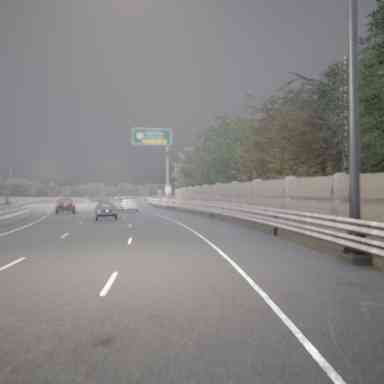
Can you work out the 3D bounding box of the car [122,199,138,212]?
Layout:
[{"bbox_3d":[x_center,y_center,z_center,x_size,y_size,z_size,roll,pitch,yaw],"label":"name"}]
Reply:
[{"bbox_3d":[-7.764,1.608,40.052,1.812,1.442,4.674,0,0,-22],"label":"car"}]

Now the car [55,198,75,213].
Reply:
[{"bbox_3d":[-14.924,1.515,39.041,2.097,1.767,4.553,-1,0,-23],"label":"car"}]

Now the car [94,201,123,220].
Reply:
[{"bbox_3d":[-7.628,1.630,29.381,2.033,1.411,5.357,-1,0,-17],"label":"car"}]
